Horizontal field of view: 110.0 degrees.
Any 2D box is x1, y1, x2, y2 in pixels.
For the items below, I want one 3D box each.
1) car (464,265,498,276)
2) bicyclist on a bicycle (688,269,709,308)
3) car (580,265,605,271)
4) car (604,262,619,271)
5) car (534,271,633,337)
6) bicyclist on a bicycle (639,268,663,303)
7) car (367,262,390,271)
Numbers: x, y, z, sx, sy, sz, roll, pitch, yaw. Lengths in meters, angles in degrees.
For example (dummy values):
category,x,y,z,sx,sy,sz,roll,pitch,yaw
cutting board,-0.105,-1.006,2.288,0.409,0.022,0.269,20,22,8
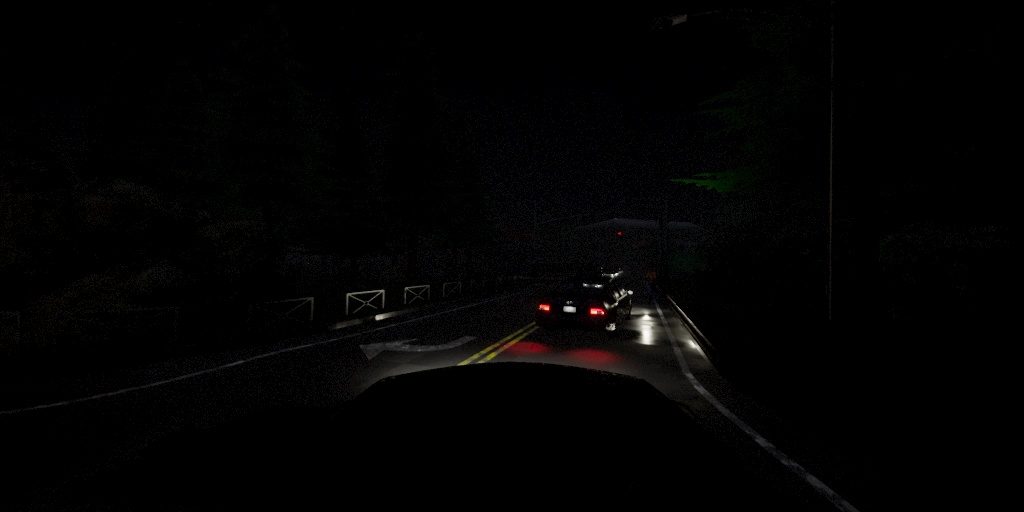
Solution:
category,x,y,z,sx,sy,sz,roll,pitch,yaw
car,-3.837,1.818,44.168,4.181,1.385,1.994,1,-1,20
bicyclist on a bicycle,7.863,1.370,15.106,1.656,1.620,0.582,1,-1,-34
car,7.384,1.725,33.631,1.994,1.385,4.181,1,-1,16
car,15.577,2.012,57.917,2.097,1.767,4.553,1,-1,20
car,2.296,1.286,10.277,2.033,1.411,5.357,1,-1,24
bicyclist on a bicycle,6.417,1.358,16.487,1.656,1.620,0.582,1,-1,-31
car,-18.925,1.589,49.663,5.357,1.411,2.033,1,-1,21
